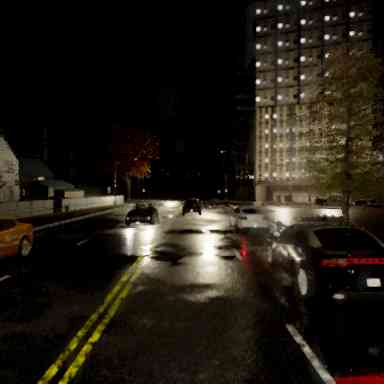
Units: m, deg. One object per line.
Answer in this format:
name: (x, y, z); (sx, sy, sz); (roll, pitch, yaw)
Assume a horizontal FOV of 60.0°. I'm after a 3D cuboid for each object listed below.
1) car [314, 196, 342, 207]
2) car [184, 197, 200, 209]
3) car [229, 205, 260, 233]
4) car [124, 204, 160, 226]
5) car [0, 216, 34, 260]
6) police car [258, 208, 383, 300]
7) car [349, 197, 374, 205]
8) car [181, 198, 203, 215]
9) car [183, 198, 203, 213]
car: (23.033, 1.608, 55.781); (5.009, 1.841, 2.192); (0, 2, 20)
car: (0.017, 1.510, 46.758); (2.033, 1.411, 5.357); (0, 0, 0)
car: (3.257, 1.502, 19.432); (1.812, 1.442, 4.674); (0, 0, 0)
car: (-3.342, 1.520, 23.195); (2.033, 1.411, 5.357); (0, 0, 0)
car: (-6.597, 1.465, 9.884); (1.882, 1.535, 5.008); (0, 0, 0)
police car: (3.253, 1.414, 8.538); (1.930, 1.638, 5.238); (0, 0, 0)
car: (31.069, 1.681, 61.232); (4.403, 1.369, 2.008); (0, 2, 20)
car: (-0.021, 1.464, 32.905); (1.837, 1.490, 4.892); (0, 0, 0)
car: (0.094, 1.457, 37.729); (2.128, 1.511, 4.902); (0, 0, 0)
